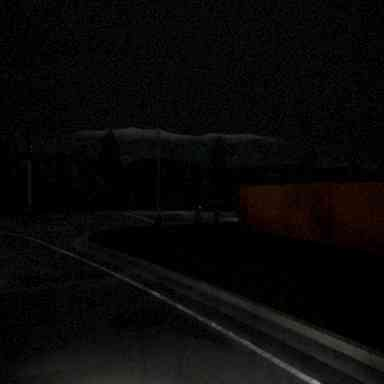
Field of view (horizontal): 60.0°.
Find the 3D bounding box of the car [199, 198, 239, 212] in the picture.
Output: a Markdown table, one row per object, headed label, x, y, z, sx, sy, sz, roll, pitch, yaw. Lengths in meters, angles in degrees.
| label | x | y | z | sx | sy | sz | roll | pitch | yaw |
| --- | --- | --- | --- | --- | --- | --- | --- | --- | --- |
| car | 3.130 | 1.450 | 37.828 | 4.902 | 1.511 | 2.128 | 0 | 0 | -25 |
